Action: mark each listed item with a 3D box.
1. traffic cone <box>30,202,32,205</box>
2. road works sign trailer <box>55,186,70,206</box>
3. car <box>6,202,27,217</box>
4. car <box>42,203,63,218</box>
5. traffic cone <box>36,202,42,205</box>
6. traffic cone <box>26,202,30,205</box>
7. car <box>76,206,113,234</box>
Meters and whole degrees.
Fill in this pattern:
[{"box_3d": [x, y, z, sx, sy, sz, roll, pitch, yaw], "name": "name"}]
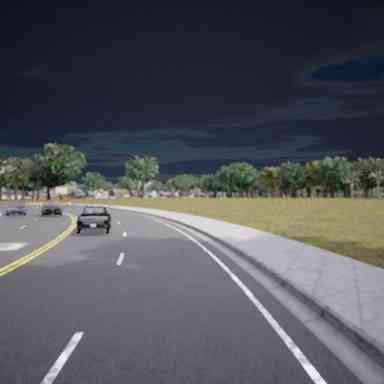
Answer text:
[{"box_3d": [-31.071, 2.346, 65.367, 0.340, 0.580, 0.340, -1, 0, 44], "name": "traffic cone"}, {"box_3d": [-23.649, 0.786, 60.120, 2.880, 3.560, 2.380, -1, 0, 44], "name": "road works sign trailer"}, {"box_3d": [-18.486, 1.791, 35.171, 2.033, 1.411, 5.357, 0, 0, -27], "name": "car"}, {"box_3d": [-14.140, 1.811, 33.554, 1.895, 1.301, 4.718, 0, 0, -25], "name": "car"}, {"box_3d": [-29.633, 2.332, 63.976, 0.340, 0.580, 0.340, -1, 0, 44], "name": "traffic cone"}, {"box_3d": [-32.509, 2.360, 66.757, 0.340, 0.580, 0.340, -1, 0, 44], "name": "traffic cone"}, {"box_3d": [-5.944, 1.610, 20.391, 2.128, 1.511, 4.902, 0, 0, -14], "name": "car"}]
